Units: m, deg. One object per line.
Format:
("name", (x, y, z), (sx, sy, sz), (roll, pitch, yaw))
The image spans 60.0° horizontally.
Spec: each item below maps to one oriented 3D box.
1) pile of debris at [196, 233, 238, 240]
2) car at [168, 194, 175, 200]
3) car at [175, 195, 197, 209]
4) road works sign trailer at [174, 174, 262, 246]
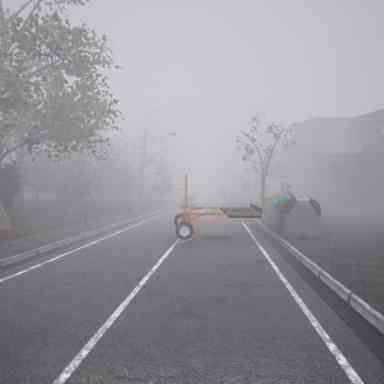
("pile of debris", (1.160, 2.107, 15.818), (1.860, 0.140, 1.500), (0, 0, 3))
("car", (-5.182, 1.240, 87.316), (1.837, 1.490, 4.892), (-2, 0, -15))
("car", (-0.481, 1.171, 40.680), (2.097, 1.767, 4.553), (0, 0, 3))
("road works sign trailer", (1.029, 0.661, 14.522), (3.560, 2.880, 2.380), (0, 5, -5))
